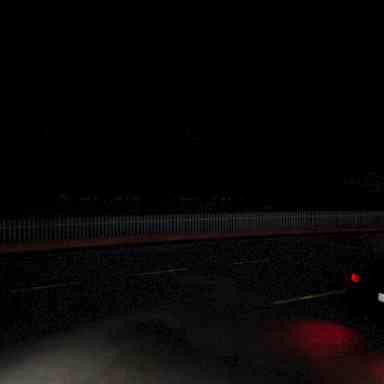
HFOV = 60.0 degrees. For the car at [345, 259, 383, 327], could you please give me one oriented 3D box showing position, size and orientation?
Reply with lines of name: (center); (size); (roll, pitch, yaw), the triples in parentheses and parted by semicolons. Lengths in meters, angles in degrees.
car: (4.746, 1.564, 5.745); (4.181, 1.385, 1.994); (0, 0, -24)
